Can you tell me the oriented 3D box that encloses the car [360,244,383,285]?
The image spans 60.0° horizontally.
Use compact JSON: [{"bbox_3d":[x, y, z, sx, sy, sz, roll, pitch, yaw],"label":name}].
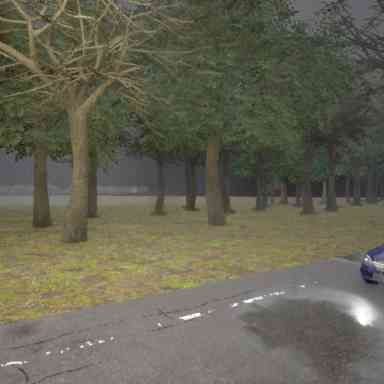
[{"bbox_3d":[6.120,1.519,8.331,4.674,1.442,1.812,0,0,-35],"label":"car"}]
